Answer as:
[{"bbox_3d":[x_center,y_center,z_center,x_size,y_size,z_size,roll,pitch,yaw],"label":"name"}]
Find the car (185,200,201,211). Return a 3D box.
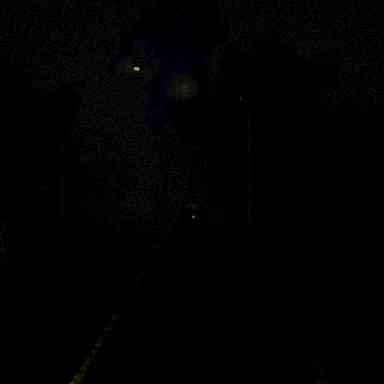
[{"bbox_3d":[0.094,1.701,43.099,1.994,1.385,4.181,0,0,0],"label":"car"}]

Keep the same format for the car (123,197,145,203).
[{"bbox_3d":[-13.271,1.675,75.801,4.829,1.417,1.752,0,1,0],"label":"car"}]

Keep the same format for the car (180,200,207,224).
[{"bbox_3d":[0.096,1.517,24.820,1.882,1.535,5.008,0,0,0],"label":"car"}]

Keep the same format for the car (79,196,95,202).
[{"bbox_3d":[-24.183,1.664,75.736,4.206,1.307,1.802,0,1,0],"label":"car"}]

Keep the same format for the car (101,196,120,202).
[{"bbox_3d":[-18.642,1.557,75.767,4.097,1.590,1.967,0,1,0],"label":"car"}]
